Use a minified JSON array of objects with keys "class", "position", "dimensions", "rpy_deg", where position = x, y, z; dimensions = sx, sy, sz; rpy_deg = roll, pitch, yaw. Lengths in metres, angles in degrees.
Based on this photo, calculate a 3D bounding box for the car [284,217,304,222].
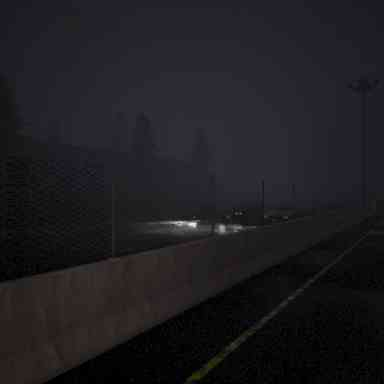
[{"class":"car","position":[6.503,1.552,23.063],"dimensions":[1.812,1.442,4.674],"rpy_deg":[0,0,34]}]
